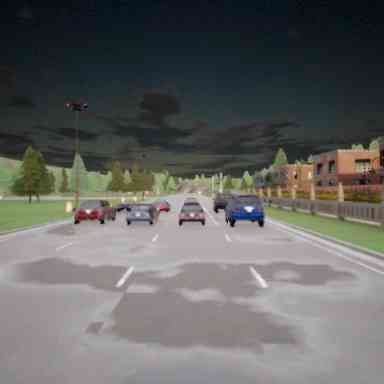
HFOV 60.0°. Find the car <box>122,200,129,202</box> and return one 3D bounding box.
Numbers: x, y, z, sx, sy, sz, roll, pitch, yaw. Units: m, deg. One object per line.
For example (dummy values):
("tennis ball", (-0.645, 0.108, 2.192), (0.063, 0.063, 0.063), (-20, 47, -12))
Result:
("car", (-7.016, 1.578, 37.332), (1.895, 1.301, 4.718), (0, 0, 1))

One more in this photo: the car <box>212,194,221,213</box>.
("car", (3.476, 1.185, 36.768), (2.150, 2.045, 5.566), (0, 0, 0))

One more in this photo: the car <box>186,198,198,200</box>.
("car", (-0.012, 1.472, 37.906), (1.837, 1.490, 4.892), (0, 0, 0))

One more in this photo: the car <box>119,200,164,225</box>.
("car", (-3.477, 1.531, 23.952), (2.033, 1.411, 5.357), (0, 0, 0))

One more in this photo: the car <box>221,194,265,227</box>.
("car", (3.514, 1.197, 22.875), (2.150, 2.045, 5.566), (0, 0, 1))

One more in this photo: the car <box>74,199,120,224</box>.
("car", (-6.977, 1.340, 24.560), (2.097, 1.767, 4.553), (0, 0, 0))

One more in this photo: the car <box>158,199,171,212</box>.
("car", (-3.509, 1.536, 38.134), (1.994, 1.385, 4.181), (0, 0, 0))

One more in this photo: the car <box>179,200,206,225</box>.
("car", (0.018, 1.526, 23.680), (2.033, 1.411, 5.357), (0, 0, 1))
